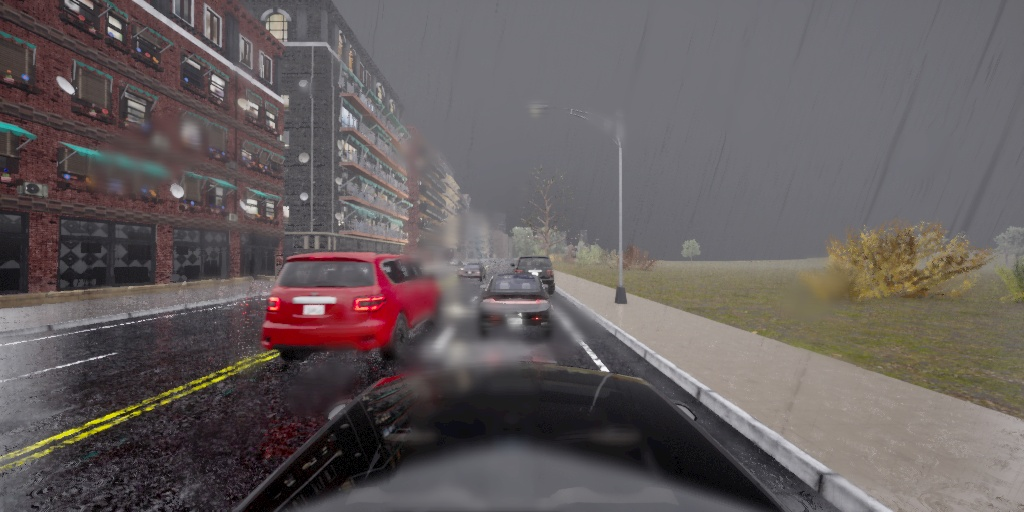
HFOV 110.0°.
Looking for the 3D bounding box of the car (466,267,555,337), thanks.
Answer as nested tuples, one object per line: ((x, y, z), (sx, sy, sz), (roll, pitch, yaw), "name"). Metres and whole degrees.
((0.094, 1.243, 10.329), (2.128, 1.511, 4.902), (0, 0, 0), "car")

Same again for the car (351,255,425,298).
((-6.612, 0.973, 19.918), (2.150, 2.045, 5.566), (0, 0, 0), "car")

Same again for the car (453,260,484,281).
((-3.174, 1.300, 29.539), (2.033, 1.411, 5.357), (0, 0, 0), "car")

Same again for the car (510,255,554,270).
((1.125, 0.977, 20.199), (2.150, 2.045, 5.566), (0, 0, 0), "car")

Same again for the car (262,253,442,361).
((-3.154, 0.969, 8.390), (2.150, 2.045, 5.566), (0, 0, 0), "car")

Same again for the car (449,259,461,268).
((-9.853, 1.241, 62.995), (2.128, 1.511, 4.902), (0, 0, 0), "car")
